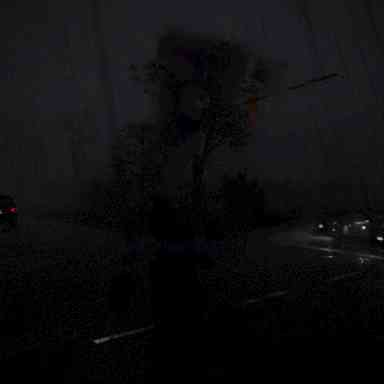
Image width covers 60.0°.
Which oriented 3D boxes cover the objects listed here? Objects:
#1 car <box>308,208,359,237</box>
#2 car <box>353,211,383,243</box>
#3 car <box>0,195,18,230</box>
[{"bbox_3d":[8.361,1.603,18.544,4.181,1.385,1.994,0,0,-35],"label":"car"},{"bbox_3d":[9.643,1.638,15.163,4.718,1.301,1.895,0,0,-35],"label":"car"},{"bbox_3d":[-12.475,1.229,20.546,2.150,2.045,5.566,0,0,-41],"label":"car"}]
